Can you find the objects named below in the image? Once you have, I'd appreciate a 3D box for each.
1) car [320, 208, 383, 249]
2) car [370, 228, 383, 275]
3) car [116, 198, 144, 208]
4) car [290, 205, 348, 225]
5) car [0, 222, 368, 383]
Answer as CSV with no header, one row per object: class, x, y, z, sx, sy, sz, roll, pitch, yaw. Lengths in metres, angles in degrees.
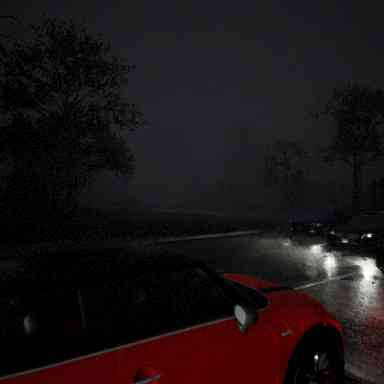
car,7.524,1.525,13.543,4.674,1.442,1.812,0,0,-35
car,6.751,1.600,8.528,4.718,1.301,1.895,0,0,-36
car,-9.193,1.624,49.107,4.892,1.490,1.837,-1,-1,40
car,7.249,1.477,17.620,5.008,1.535,1.882,0,0,-35
car,-0.453,1.352,3.397,4.553,1.767,2.097,0,0,-35
